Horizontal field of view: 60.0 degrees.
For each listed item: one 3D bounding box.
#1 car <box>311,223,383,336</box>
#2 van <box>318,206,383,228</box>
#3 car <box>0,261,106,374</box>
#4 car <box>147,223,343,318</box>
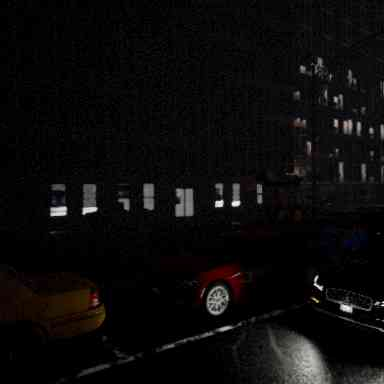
[{"bbox_3d":[4.315,1.521,6.452,4.892,1.490,1.837,0,0,-35],"label":"car"},{"bbox_3d":[5.737,1.366,10.666,3.998,1.788,1.690,0,-1,-35],"label":"van"},{"bbox_3d":[-3.560,1.524,4.036,4.829,1.417,1.752,0,-1,-35],"label":"car"},{"bbox_3d":[1.159,1.557,7.398,4.507,1.381,1.887,0,-1,-35],"label":"car"}]
